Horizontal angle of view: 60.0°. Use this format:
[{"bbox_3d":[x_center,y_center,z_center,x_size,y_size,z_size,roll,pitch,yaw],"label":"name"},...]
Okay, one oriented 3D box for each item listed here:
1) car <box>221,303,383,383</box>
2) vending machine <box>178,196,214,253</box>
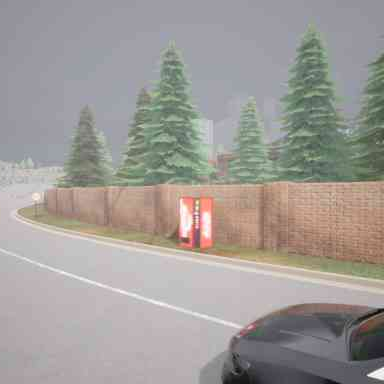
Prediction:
[{"bbox_3d":[2.509,1.505,2.303,4.892,1.490,1.837,0,0,37],"label":"car"},{"bbox_3d":[0.155,1.195,13.036,0.880,2.100,1.100,0,0,42],"label":"vending machine"}]
